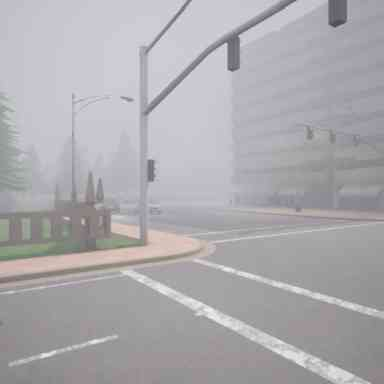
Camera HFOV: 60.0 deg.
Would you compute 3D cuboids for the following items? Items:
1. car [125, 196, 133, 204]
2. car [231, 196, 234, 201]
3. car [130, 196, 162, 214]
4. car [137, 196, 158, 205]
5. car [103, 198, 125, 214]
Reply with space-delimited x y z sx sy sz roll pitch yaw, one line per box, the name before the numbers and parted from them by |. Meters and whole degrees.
car | -10.740 1.482 60.105 2.033 1.411 5.357 0 0 12
car | 11.470 1.437 81.129 4.674 1.442 1.812 0 0 -35
car | -4.504 1.464 33.609 1.812 1.442 4.674 0 0 -24
car | -7.634 1.426 57.531 2.128 1.511 4.902 0 0 10
car | -8.681 1.431 34.638 2.128 1.511 4.902 0 0 -20
